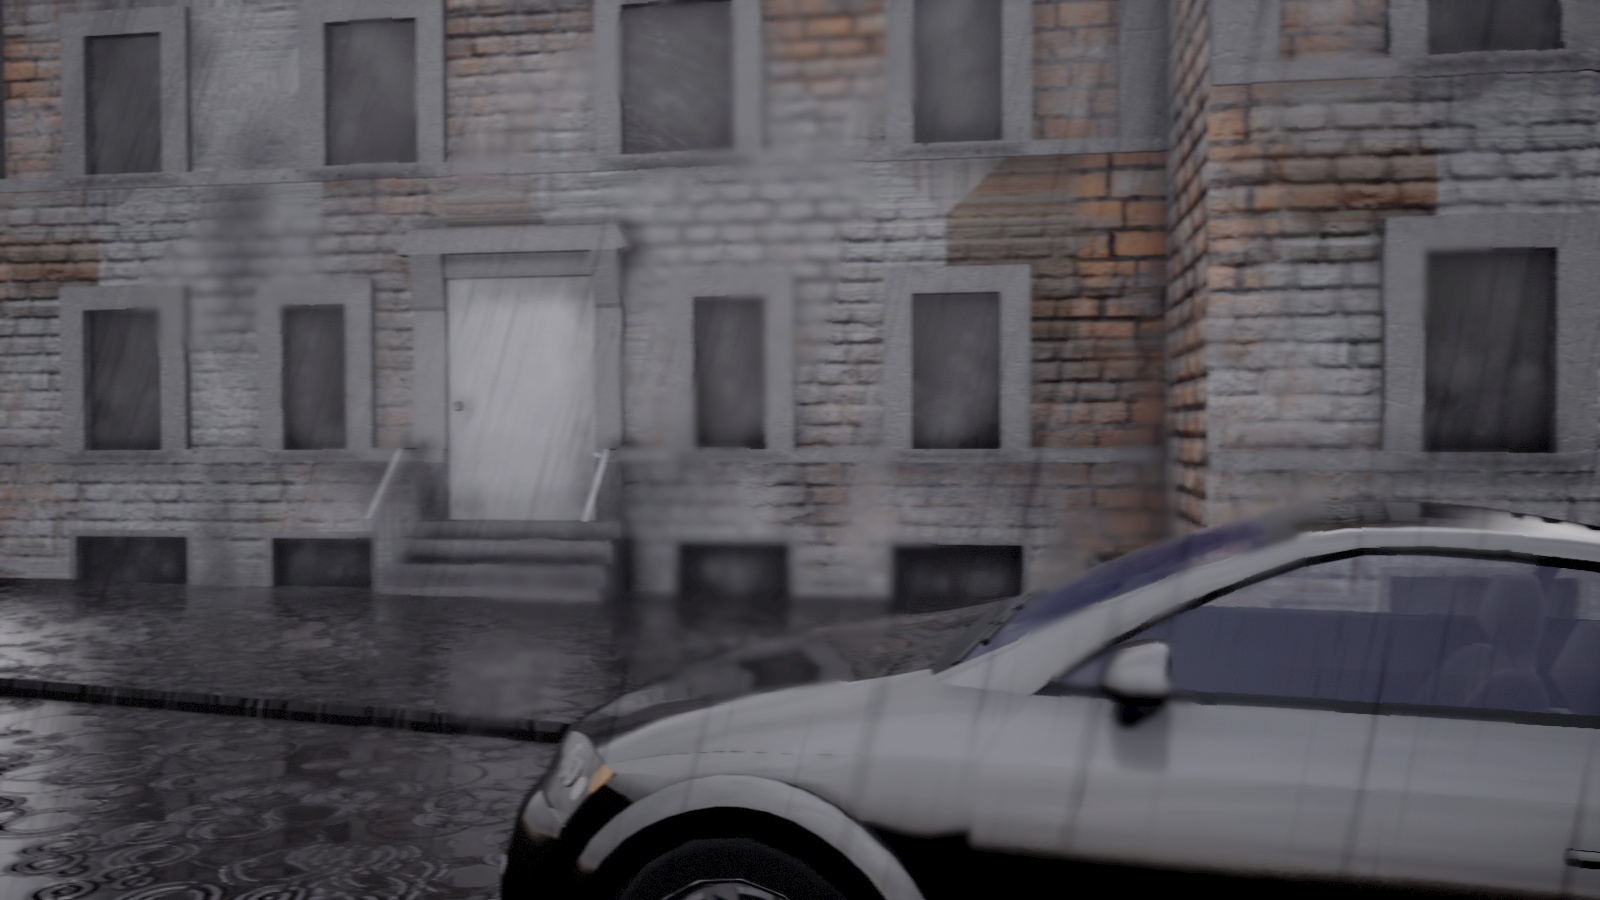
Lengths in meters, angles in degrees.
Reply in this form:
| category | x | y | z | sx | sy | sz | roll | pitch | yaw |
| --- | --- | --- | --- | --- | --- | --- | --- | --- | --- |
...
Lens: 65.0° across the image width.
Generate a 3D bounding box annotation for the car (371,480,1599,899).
| category | x | y | z | sx | sy | sz | roll | pitch | yaw |
| --- | --- | --- | --- | --- | --- | --- | --- | --- | --- |
| car | 1.270 | 0.843 | 3.294 | 4.181 | 1.385 | 1.994 | 1 | 1 | 19 |
